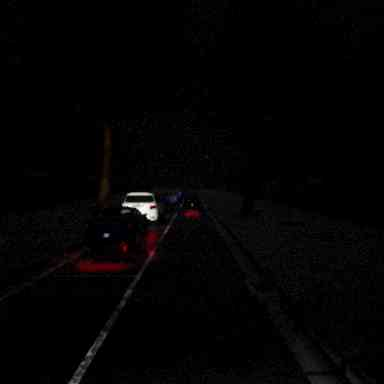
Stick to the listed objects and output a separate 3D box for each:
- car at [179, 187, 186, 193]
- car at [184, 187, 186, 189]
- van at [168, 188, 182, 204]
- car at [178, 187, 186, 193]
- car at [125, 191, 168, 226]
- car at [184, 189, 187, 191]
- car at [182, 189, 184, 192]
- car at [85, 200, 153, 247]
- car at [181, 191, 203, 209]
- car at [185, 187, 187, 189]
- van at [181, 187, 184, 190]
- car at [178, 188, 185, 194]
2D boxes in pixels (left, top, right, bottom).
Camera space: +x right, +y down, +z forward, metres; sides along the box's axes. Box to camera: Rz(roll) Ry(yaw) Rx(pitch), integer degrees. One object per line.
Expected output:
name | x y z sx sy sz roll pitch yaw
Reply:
car | -2.606 -0.565 94.252 1.752 1.417 4.829 1 2 0
car | -2.609 0.289 66.739 1.802 1.307 4.206 1 2 0
van | -2.620 0.665 44.565 1.690 1.788 3.998 0 1 0
car | -2.605 -0.506 88.882 1.967 1.590 4.097 1 2 0
car | -2.976 0.984 21.205 2.150 2.045 5.566 0 1 0
car | 0.044 0.692 50.191 1.837 1.490 4.892 0 2 1
car | -2.618 0.739 50.115 2.008 1.369 4.403 1 1 0
car | -3.011 1.329 14.180 1.882 1.535 5.008 0 1 0
car | 0.064 1.005 36.449 1.837 1.490 4.892 0 1 1
car | -2.607 -0.065 77.811 1.947 1.339 4.313 1 2 0
van | -2.613 0.381 55.652 1.690 1.788 3.998 1 2 0
car | -2.608 -0.209 83.349 1.802 1.307 4.206 1 2 0
